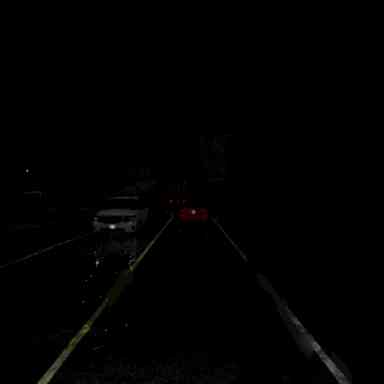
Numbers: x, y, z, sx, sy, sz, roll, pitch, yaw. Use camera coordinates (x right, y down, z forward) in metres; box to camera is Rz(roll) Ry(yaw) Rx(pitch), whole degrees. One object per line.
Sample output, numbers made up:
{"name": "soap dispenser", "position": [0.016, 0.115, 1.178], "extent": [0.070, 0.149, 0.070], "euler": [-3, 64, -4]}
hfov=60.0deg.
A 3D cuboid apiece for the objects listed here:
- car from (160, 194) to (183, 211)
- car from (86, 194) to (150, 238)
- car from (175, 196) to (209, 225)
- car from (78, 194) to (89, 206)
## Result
{"name": "car", "position": [-2.565, 1.265, 42.651], "extent": [2.150, 2.045, 5.566], "euler": [0, 0, -19]}
{"name": "car", "position": [-3.617, 1.231, 17.970], "extent": [2.150, 2.045, 5.566], "euler": [0, 0, 0]}
{"name": "car", "position": [0.098, 1.364, 24.137], "extent": [2.097, 1.767, 4.553], "euler": [0, 0, 0]}
{"name": "car", "position": [-17.592, 1.419, 57.642], "extent": [5.566, 2.045, 2.150], "euler": [-1, -1, 40]}
